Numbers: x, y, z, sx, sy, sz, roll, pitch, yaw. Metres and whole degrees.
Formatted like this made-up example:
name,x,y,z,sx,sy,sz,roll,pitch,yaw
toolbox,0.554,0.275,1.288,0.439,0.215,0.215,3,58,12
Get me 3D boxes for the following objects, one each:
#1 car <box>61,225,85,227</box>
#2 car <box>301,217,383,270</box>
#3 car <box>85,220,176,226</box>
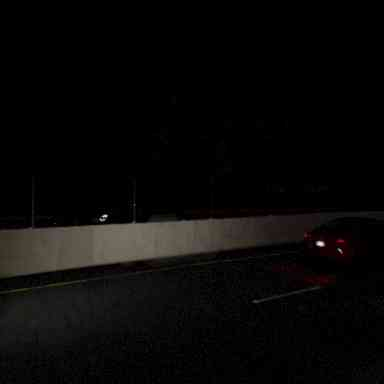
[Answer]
name,x,y,z,sx,sy,sz,roll,pitch,yaw
car,-6.112,1.540,20.627,4.718,1.301,1.895,0,0,-31
car,5.627,1.529,10.971,4.181,1.385,1.994,0,0,-29
car,-3.184,1.298,18.248,4.553,1.767,2.097,0,0,-30
